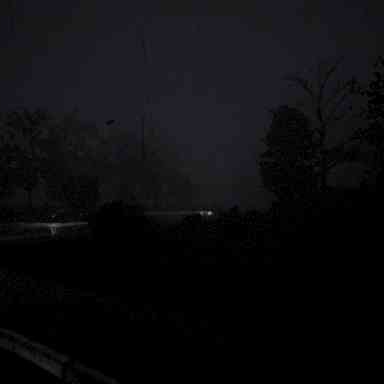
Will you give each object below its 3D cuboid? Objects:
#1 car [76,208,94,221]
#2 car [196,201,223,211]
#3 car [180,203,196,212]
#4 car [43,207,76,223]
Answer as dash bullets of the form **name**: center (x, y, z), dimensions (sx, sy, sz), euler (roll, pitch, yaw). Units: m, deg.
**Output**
- **car**: center (-9.041, 2.265, 33.989), dimensions (1.895, 1.301, 4.718), euler (-3, -2, 32)
- **car**: center (3.204, 2.267, 53.263), dimensions (1.882, 1.535, 5.008), euler (-3, -2, 33)
- **car**: center (-0.078, 2.517, 54.617), dimensions (1.895, 1.301, 4.718), euler (-3, -2, 33)
- **car**: center (-12.956, 2.317, 34.371), dimensions (1.812, 1.442, 4.674), euler (-3, -1, 33)
